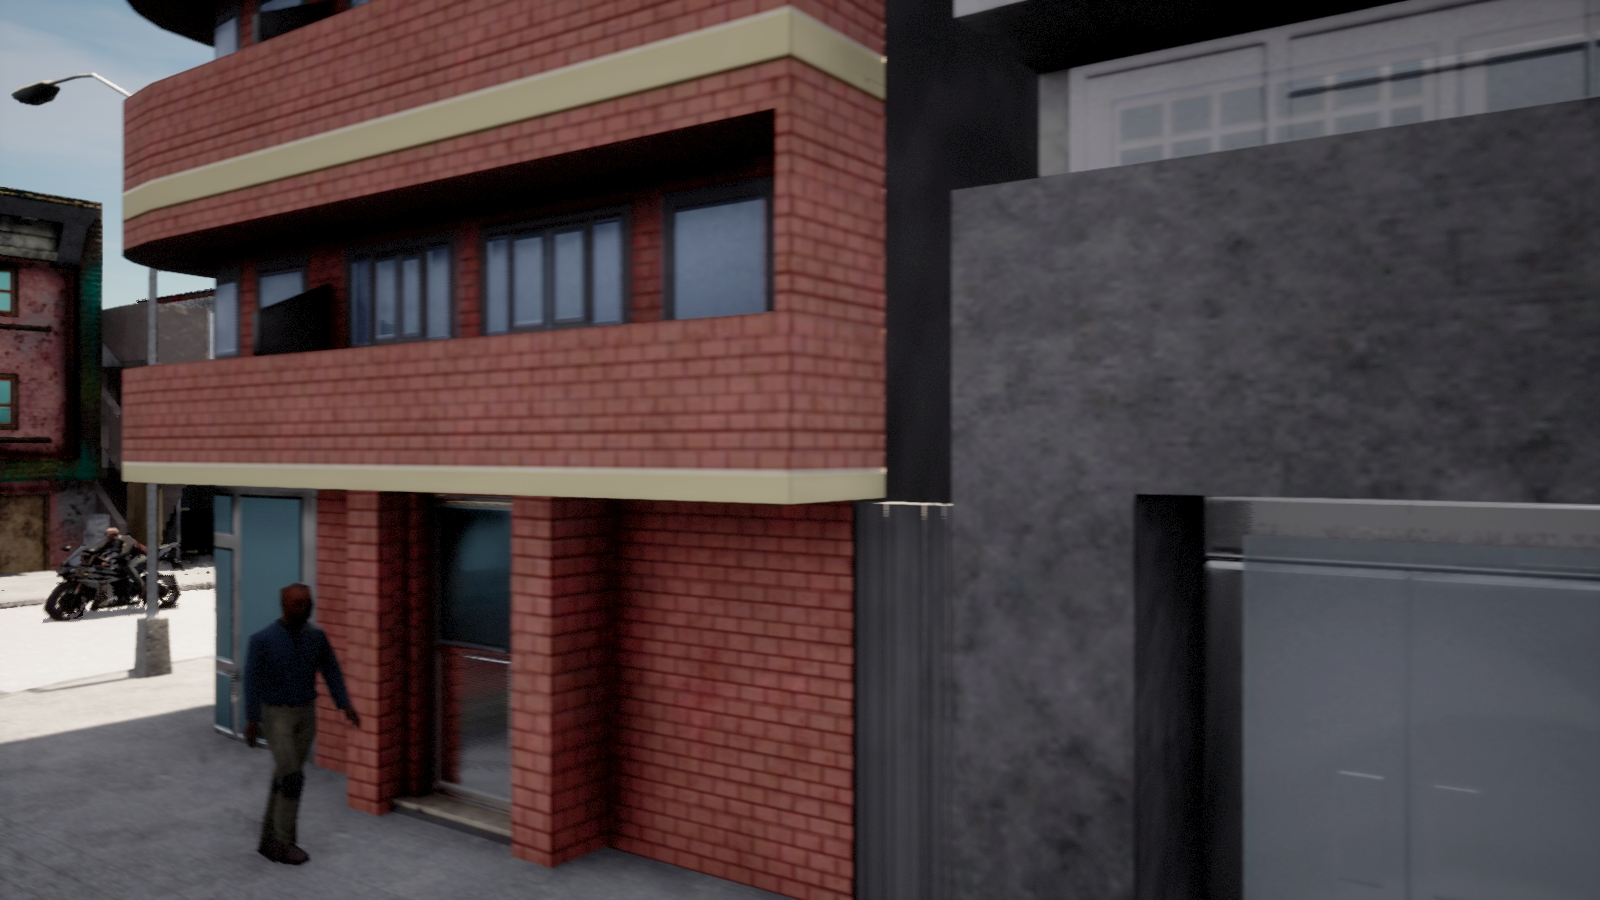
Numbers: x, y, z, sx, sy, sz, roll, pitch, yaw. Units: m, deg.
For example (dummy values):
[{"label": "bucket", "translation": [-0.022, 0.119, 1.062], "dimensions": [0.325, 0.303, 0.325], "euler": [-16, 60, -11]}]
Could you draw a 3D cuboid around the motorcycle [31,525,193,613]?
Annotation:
[{"label": "motorcycle", "translation": [-11.658, 1.985, 19.457], "dimensions": [0.867, 1.251, 2.209], "euler": [1, 0, 30]}]

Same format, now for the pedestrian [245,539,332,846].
[{"label": "pedestrian", "translation": [-3.289, 1.524, 7.353], "dimensions": [0.375, 1.860, 0.375], "euler": [0, 0, 38]}]
